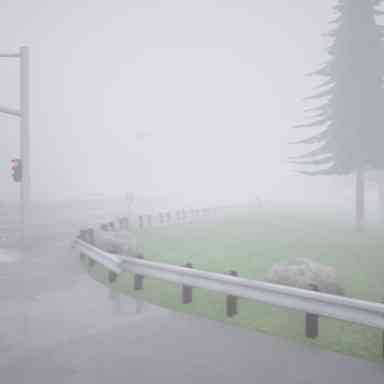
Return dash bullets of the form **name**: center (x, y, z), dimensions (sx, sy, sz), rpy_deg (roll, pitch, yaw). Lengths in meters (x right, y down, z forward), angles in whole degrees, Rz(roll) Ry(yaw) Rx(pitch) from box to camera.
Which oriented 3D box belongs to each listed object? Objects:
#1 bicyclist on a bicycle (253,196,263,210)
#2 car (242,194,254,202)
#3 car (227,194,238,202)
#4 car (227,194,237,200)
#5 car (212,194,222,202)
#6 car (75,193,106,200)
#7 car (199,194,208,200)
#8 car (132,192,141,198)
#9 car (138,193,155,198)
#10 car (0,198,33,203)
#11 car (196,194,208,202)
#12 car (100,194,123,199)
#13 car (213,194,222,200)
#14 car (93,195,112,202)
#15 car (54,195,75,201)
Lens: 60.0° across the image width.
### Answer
- **bicyclist on a bicycle**: center (8.241, 1.389, 42.106), dimensions (1.656, 1.620, 0.582), rpy_deg (4, 2, 27)
- **car**: center (12.557, 1.429, 72.915), dimensions (1.895, 1.301, 4.718), rpy_deg (0, 0, 6)
- **car**: center (9.029, 1.367, 72.947), dimensions (2.128, 1.511, 4.902), rpy_deg (0, 0, 6)
- **car**: center (9.890, 1.179, 83.305), dimensions (1.812, 1.442, 4.674), rpy_deg (0, 0, -2)
- **car**: center (5.504, 1.325, 73.009), dimensions (1.882, 1.535, 5.008), rpy_deg (0, 0, 6)
- **car**: center (-17.055, 1.168, 57.998), dimensions (2.150, 2.045, 5.566), rpy_deg (0, 0, 25)
- **car**: center (2.893, 1.215, 83.508), dimensions (2.033, 1.411, 5.357), rpy_deg (0, 0, -2)
- **car**: center (-12.274, 1.130, 72.745), dimensions (2.150, 2.045, 5.566), rpy_deg (0, 0, 13)
- **car**: center (-8.987, 1.438, 71.333), dimensions (2.033, 1.411, 5.357), rpy_deg (0, 0, 13)
- **car**: center (-21.410, 1.586, 41.759), dimensions (1.895, 1.301, 4.718), rpy_deg (0, 0, 28)
- **car**: center (1.967, 1.400, 72.898), dimensions (2.033, 1.411, 5.357), rpy_deg (0, 0, 6)
- **car**: center (-13.351, 1.499, 57.829), dimensions (1.994, 1.385, 4.181), rpy_deg (0, 0, 25)
- **car**: center (6.391, 1.260, 83.437), dimensions (1.895, 1.301, 4.718), rpy_deg (0, 0, -2)
- **car**: center (-19.464, 1.403, 72.449), dimensions (1.882, 1.535, 5.008), rpy_deg (0, 0, 13)
- **car**: center (-23.163, 1.308, 61.191), dimensions (2.097, 1.767, 4.553), rpy_deg (0, 0, 25)
